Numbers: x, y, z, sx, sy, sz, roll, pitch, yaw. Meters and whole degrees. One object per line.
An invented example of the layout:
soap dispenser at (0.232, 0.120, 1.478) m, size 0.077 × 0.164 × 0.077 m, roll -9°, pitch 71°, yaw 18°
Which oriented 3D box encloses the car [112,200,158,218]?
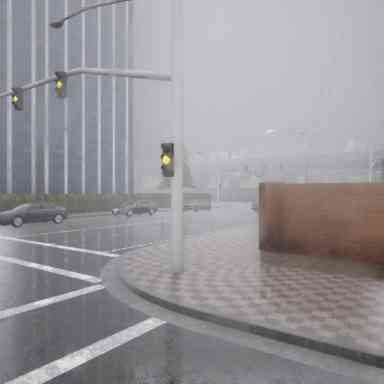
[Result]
car at (-5.258, 1.491, 30.936) m, size 2.128 × 1.511 × 4.902 m, roll 0°, pitch 0°, yaw 35°

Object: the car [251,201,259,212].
car at (8.656, 1.547, 38.099) m, size 2.033 × 1.411 × 5.357 m, roll 0°, pitch 0°, yaw 35°

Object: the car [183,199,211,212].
car at (0.519, 1.564, 39.040) m, size 1.994 × 1.385 × 4.181 m, roll 0°, pitch 0°, yaw 35°

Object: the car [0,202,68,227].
car at (-10.967, 1.505, 22.907) m, size 1.837 × 1.490 × 4.892 m, roll 0°, pitch 0°, yaw 35°
